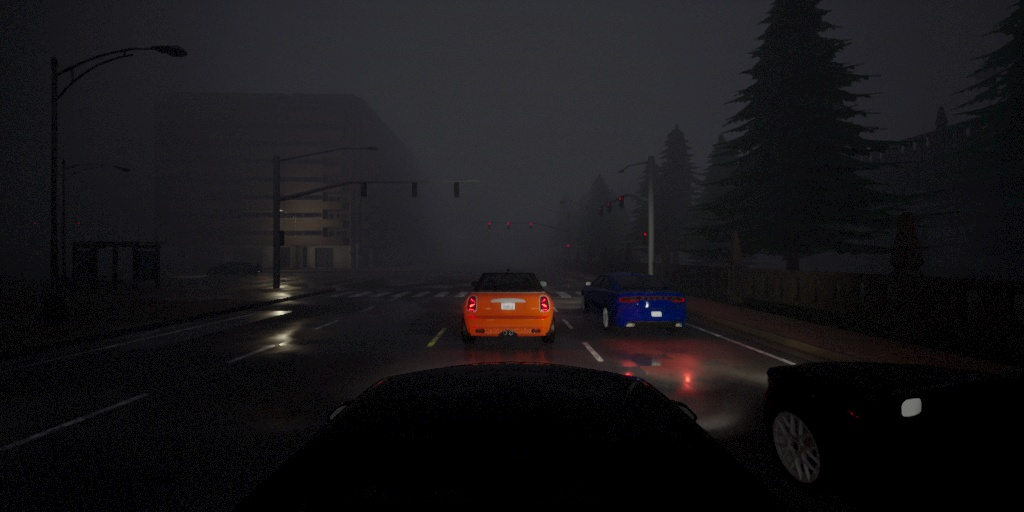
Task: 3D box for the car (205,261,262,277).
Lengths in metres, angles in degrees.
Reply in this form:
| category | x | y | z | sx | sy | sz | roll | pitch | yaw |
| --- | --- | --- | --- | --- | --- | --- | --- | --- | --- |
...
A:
| category | x | y | z | sx | sy | sz | roll | pitch | yaw |
| --- | --- | --- | --- | --- | --- | --- | --- | --- | --- |
| car | -27.654 | 1.294 | 35.676 | 4.892 | 1.490 | 1.837 | 0 | 0 | -1 |

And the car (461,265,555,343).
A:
| category | x | y | z | sx | sy | sz | roll | pitch | yaw |
| --- | --- | --- | --- | --- | --- | --- | --- | --- | --- |
| car | -0.081 | 1.098 | 9.835 | 2.097 | 1.767 | 4.553 | 0 | 0 | 0 |

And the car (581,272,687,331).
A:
| category | x | y | z | sx | sy | sz | roll | pitch | yaw |
| --- | --- | --- | --- | --- | --- | --- | --- | --- | --- |
| car | 3.419 | 1.224 | 10.979 | 1.882 | 1.535 | 5.008 | 0 | 0 | 0 |

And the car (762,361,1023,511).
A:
| category | x | y | z | sx | sy | sz | roll | pitch | yaw |
| --- | --- | --- | --- | --- | --- | --- | --- | --- | --- |
| car | 3.288 | 1.228 | 1.453 | 1.882 | 1.535 | 5.008 | 0 | 0 | 3 |
